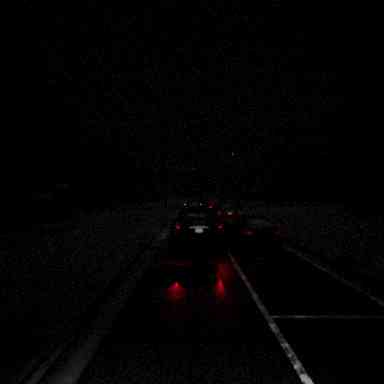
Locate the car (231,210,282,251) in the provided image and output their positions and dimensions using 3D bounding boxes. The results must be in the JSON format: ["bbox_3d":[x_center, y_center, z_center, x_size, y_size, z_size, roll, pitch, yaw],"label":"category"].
[{"bbox_3d":[2.639,1.642,14.210,1.802,1.307,4.206,-1,0,0],"label":"car"}]

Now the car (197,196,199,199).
[{"bbox_3d":[2.673,1.671,67.588,2.192,1.841,5.009,-1,0,0],"label":"car"}]

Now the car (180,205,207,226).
[{"bbox_3d":[0.112,1.715,25.620,1.895,1.301,4.718,0,0,0],"label":"car"}]

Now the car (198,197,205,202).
[{"bbox_3d":[2.695,2.092,94.618,1.887,1.381,4.507,-1,0,0],"label":"car"}]

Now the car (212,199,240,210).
[{"bbox_3d":[2.645,1.551,25.016,1.967,1.590,4.097,-1,0,0],"label":"car"}]

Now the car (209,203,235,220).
[{"bbox_3d":[2.650,1.705,30.417,1.947,1.339,4.313,-1,0,0],"label":"car"}]

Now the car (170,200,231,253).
[{"bbox_3d":[0.183,1.413,14.092,2.097,1.767,4.553,0,0,-2],"label":"car"}]

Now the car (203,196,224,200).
[{"bbox_3d":[2.651,1.482,35.821,2.192,1.841,5.009,-1,0,0],"label":"car"}]

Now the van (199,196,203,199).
[{"bbox_3d":[2.669,1.662,62.182,1.690,1.788,3.998,-1,0,0],"label":"van"}]
